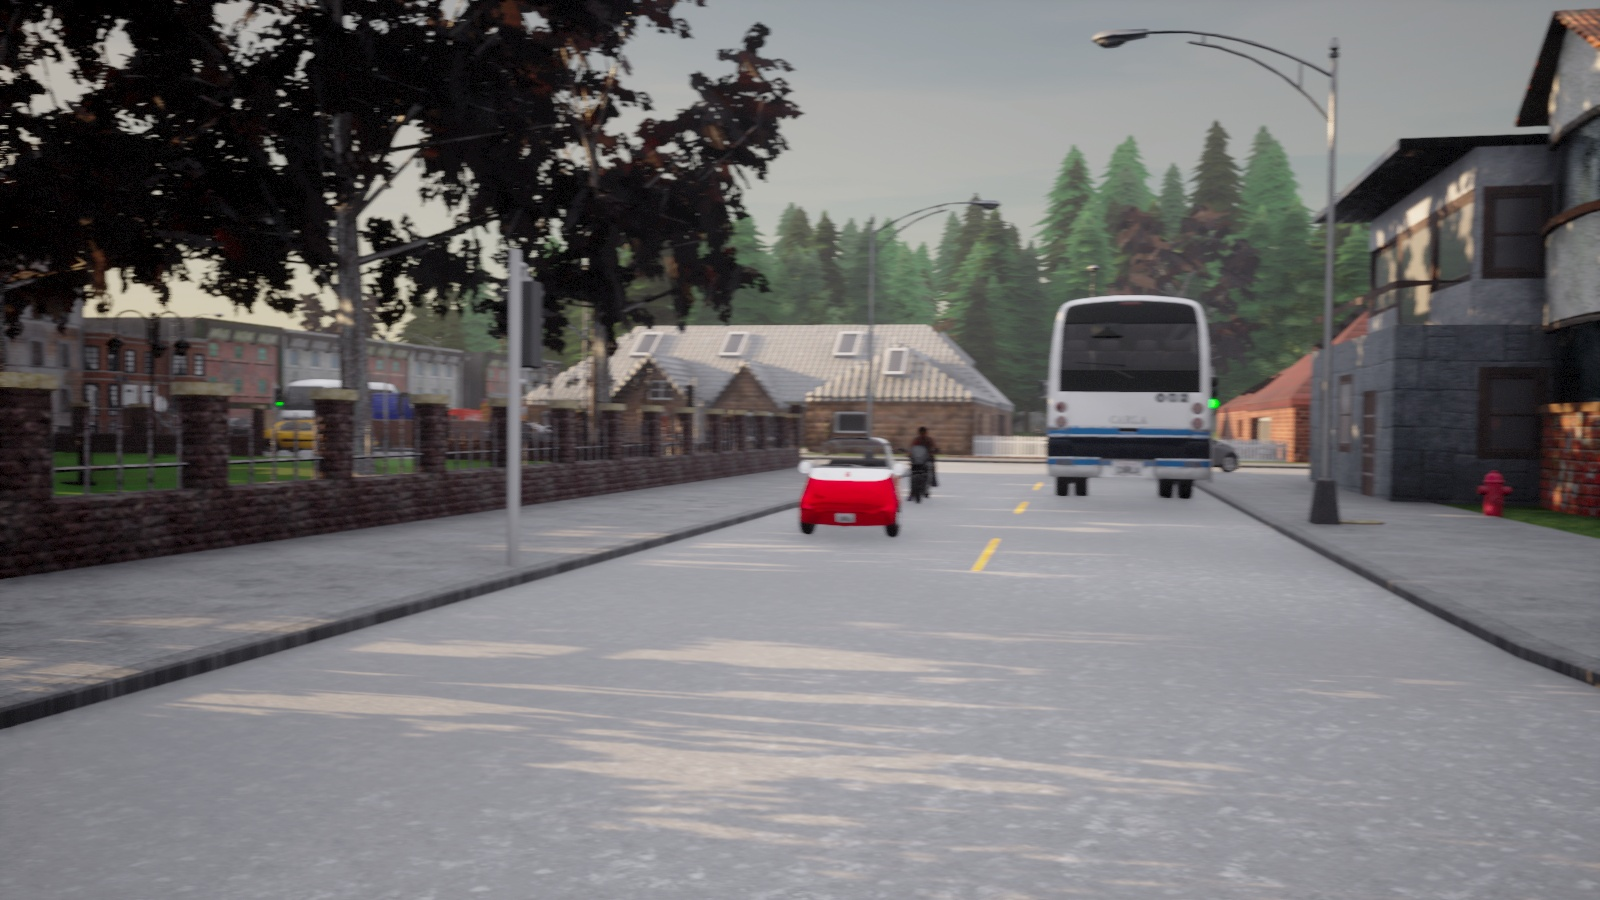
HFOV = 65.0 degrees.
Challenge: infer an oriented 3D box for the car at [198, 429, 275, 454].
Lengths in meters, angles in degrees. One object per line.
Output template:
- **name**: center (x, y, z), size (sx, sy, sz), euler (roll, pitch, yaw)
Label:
- **car**: center (-35.535, -0.537, 79.396), size (1.837, 1.490, 4.892), euler (0, 1, 13)

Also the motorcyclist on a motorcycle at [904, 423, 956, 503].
- **motorcyclist on a motorcycle**: center (2.619, 0.232, 25.158), size (0.797, 1.523, 2.044), euler (0, 1, 13)

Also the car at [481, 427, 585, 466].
- **car**: center (-10.771, -0.150, 50.752), size (3.633, 1.501, 1.845), euler (0, 1, 11)

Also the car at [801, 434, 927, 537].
- **car**: center (0.970, 0.465, 18.152), size (1.481, 1.376, 2.207), euler (0, 1, 12)

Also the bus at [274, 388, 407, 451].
- **bus**: center (-32.947, -2.175, 90.656), size (3.944, 4.253, 10.273), euler (0, 1, 13)

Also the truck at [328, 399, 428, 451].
- **truck**: center (-29.444, -1.757, 88.055), size (2.891, 3.462, 7.936), euler (0, 1, 13)

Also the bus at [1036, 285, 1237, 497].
- **bus**: center (7.974, -1.287, 30.615), size (3.944, 4.253, 10.273), euler (0, 1, 13)

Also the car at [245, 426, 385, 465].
- **car**: center (-20.434, -0.186, 52.946), size (5.366, 1.575, 1.801), euler (0, 1, 11)

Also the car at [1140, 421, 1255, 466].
- **car**: center (13.969, -0.230, 44.121), size (3.633, 1.501, 1.845), euler (-1, 1, -28)
